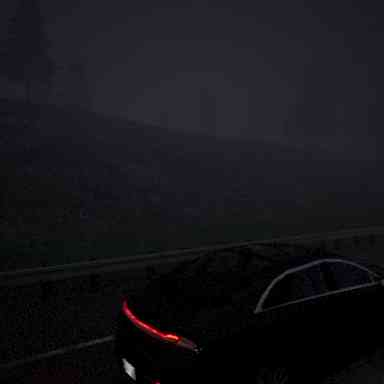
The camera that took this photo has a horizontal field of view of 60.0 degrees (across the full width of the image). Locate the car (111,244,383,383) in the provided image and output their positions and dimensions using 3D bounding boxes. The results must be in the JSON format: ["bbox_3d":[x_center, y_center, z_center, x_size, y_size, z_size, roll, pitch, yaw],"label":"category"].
[{"bbox_3d":[1.379,1.493,4.614,4.902,1.511,2.128,0,0,-35],"label":"car"}]
